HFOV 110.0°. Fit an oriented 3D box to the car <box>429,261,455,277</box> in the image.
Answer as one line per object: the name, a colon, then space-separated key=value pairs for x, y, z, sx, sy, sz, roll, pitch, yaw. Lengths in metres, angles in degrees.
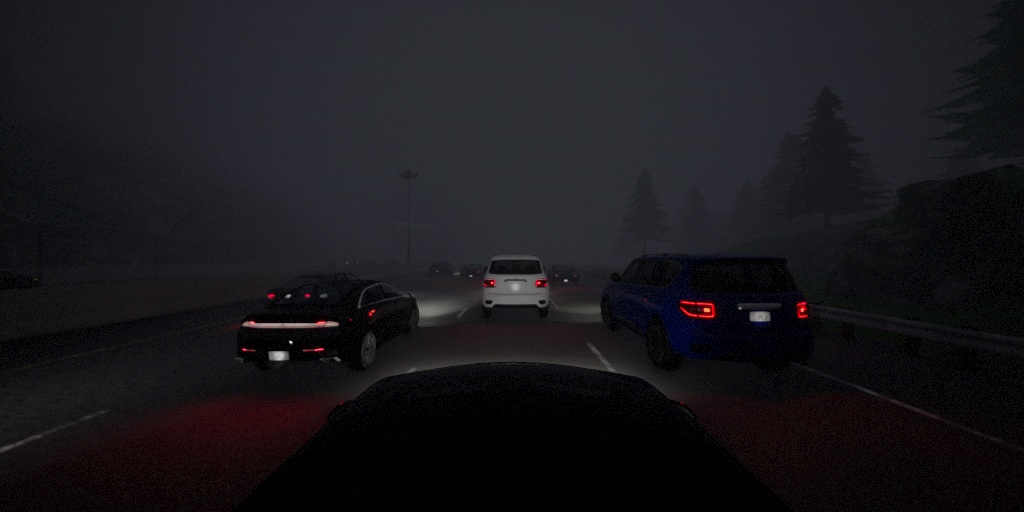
car: x=-6.887 y=1.248 z=35.503 sx=2.128 sy=1.511 sz=4.902 roll=0 pitch=0 yaw=0

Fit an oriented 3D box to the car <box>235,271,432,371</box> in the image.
car: x=-3.397 y=1.243 z=7.654 sx=2.128 sy=1.511 sz=4.902 roll=0 pitch=0 yaw=0

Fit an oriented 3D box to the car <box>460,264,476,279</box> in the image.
car: x=-3.388 y=1.357 z=31.789 sx=1.895 sy=1.301 sz=4.718 roll=0 pitch=0 yaw=0

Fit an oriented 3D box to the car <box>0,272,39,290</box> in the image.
car: x=-17.596 y=1.354 z=11.179 sx=1.895 sy=1.301 sz=4.718 roll=0 pitch=0 yaw=0

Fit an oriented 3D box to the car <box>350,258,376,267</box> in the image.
car: x=-21.043 y=1.253 z=52.196 sx=2.128 sy=1.511 sz=4.902 roll=0 pitch=0 yaw=0

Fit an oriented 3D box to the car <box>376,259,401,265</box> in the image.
car: x=-17.548 y=1.238 z=52.195 sx=1.882 sy=1.535 sz=5.008 roll=0 pitch=0 yaw=0

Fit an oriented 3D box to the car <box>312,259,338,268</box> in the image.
car: x=-28.028 y=1.254 z=53.937 sx=2.128 sy=1.511 sz=4.902 roll=0 pitch=0 yaw=1

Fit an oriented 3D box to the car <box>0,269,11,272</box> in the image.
car: x=-21.096 y=1.301 z=12.389 sx=2.033 sy=1.411 sz=5.357 roll=0 pitch=0 yaw=0

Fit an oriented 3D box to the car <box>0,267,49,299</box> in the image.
car: x=-24.584 y=1.280 z=15.995 sx=1.812 sy=1.442 sz=4.674 roll=0 pitch=0 yaw=0

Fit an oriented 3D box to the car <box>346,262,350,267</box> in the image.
car: x=-24.523 y=1.114 z=57.056 sx=2.097 sy=1.767 sz=4.553 roll=0 pitch=0 yaw=1

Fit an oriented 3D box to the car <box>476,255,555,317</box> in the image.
car: x=0.107 y=0.974 z=13.276 sx=2.150 sy=2.045 sz=5.566 roll=0 pitch=0 yaw=0

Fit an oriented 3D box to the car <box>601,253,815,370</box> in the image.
car: x=3.605 y=0.972 z=7.893 sx=2.150 sy=2.045 sz=5.566 roll=0 pitch=0 yaw=0

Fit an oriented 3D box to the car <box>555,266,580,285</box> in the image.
car: x=3.610 y=1.355 z=26.203 sx=1.895 sy=1.301 sz=4.718 roll=0 pitch=0 yaw=0

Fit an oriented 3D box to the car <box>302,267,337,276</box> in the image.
car: x=-6.895 y=1.300 z=13.644 sx=2.033 sy=1.411 sz=5.357 roll=0 pitch=0 yaw=0
